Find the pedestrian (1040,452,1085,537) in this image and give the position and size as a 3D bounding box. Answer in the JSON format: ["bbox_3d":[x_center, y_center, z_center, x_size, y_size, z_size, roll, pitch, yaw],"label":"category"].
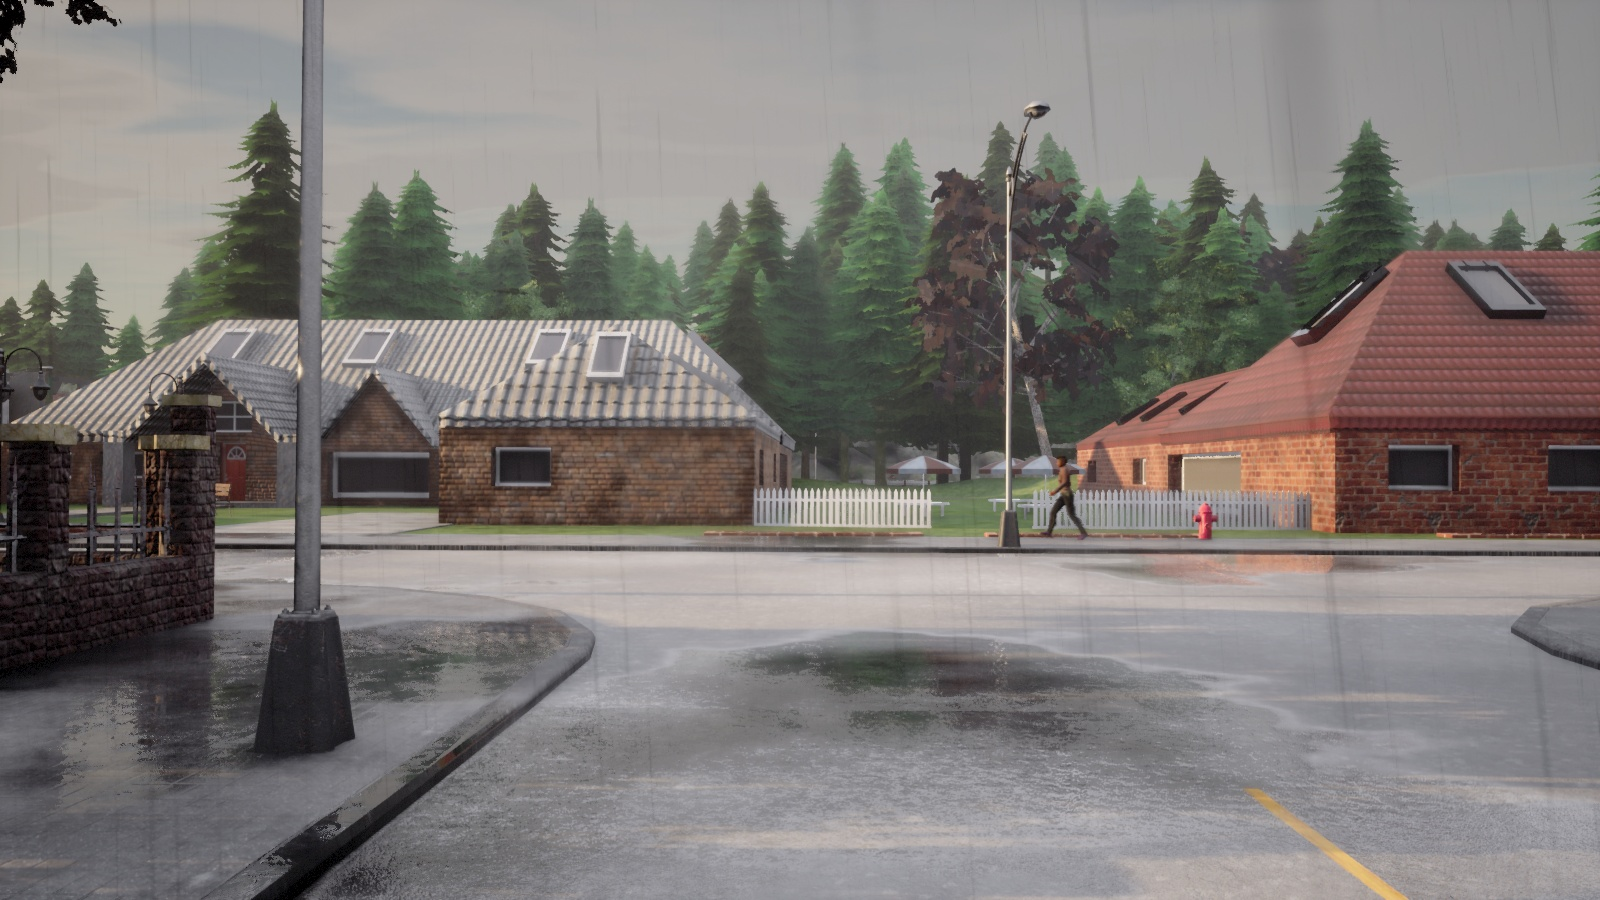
[{"bbox_3d":[5.592,0.943,26.761,0.869,1.805,0.328,0,-1,0],"label":"pedestrian"}]
